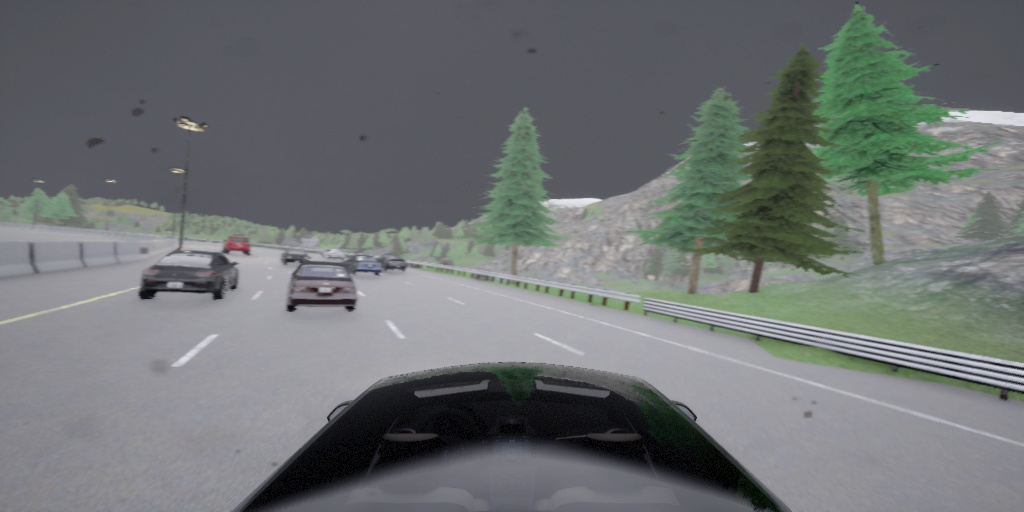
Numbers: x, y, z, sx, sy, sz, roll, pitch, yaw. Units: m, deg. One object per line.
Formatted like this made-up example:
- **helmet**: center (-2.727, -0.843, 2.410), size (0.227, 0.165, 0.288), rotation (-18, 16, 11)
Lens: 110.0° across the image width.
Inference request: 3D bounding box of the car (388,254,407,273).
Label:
- **car**: center (-10.947, 0.593, 32.016), size (2.128, 1.511, 4.902), rotation (5, -1, -36)

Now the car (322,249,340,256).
- **car**: center (-23.799, -0.268, 47.818), size (1.812, 1.442, 4.674), rotation (5, -1, -43)

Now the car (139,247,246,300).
- **car**: center (-10.277, 0.541, 11.718), size (1.812, 1.442, 4.674), rotation (5, 0, -30)

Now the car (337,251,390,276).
- **car**: center (-10.890, 0.612, 25.959), size (2.033, 1.411, 5.357), rotation (5, 0, -35)

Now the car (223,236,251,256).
- **car**: center (-31.166, -1.195, 40.632), size (2.150, 2.045, 5.566), rotation (5, -1, -43)

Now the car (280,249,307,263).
- **car**: center (-18.575, 0.098, 30.688), size (1.895, 1.301, 4.718), rotation (5, 0, -37)

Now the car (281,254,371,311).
- **car**: center (-6.271, 0.876, 11.814), size (2.033, 1.411, 5.357), rotation (5, 0, -30)
